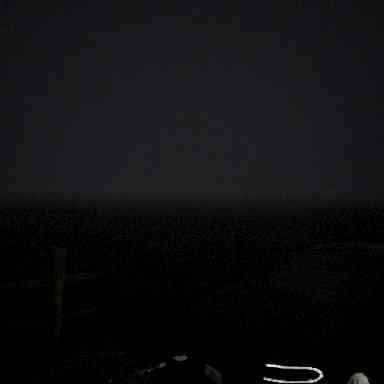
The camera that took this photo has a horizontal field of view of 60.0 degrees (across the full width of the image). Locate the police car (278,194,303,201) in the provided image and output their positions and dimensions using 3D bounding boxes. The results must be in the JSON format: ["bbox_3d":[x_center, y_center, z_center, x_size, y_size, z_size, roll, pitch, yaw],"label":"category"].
[{"bbox_3d":[19.236,1.135,64.677,2.038,1.542,4.974,1,0,-36],"label":"police car"}]

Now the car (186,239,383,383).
[{"bbox_3d":[2.239,1.498,4.671,5.008,1.535,1.882,0,0,-36],"label":"car"}]
